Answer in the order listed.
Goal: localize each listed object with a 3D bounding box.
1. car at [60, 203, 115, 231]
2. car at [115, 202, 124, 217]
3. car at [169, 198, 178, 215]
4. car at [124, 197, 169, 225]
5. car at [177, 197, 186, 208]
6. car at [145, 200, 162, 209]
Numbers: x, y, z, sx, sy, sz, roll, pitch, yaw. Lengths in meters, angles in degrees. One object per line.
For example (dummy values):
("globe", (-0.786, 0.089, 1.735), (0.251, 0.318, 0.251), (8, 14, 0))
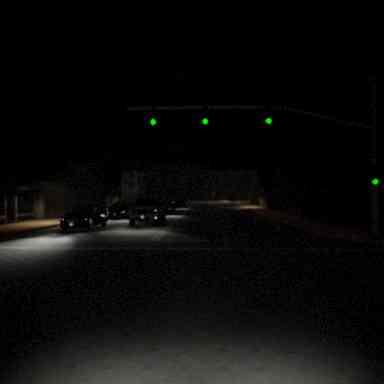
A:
("car", (-6.983, 1.639, 21.927), (2.128, 1.511, 4.902), (0, 0, 2))
("car", (-6.631, 1.706, 31.253), (1.837, 1.490, 4.892), (0, 0, 2))
("car", (-2.909, 1.753, 36.861), (1.812, 1.442, 4.674), (0, 0, 2))
("car", (-3.337, 1.384, 25.788), (2.150, 2.045, 5.566), (0, 0, 2))
("car", (-2.187, 1.682, 54.474), (2.097, 1.767, 4.553), (0, 0, 3))
("car", (-5.854, 1.881, 50.853), (1.994, 1.385, 4.181), (0, 0, 3))
